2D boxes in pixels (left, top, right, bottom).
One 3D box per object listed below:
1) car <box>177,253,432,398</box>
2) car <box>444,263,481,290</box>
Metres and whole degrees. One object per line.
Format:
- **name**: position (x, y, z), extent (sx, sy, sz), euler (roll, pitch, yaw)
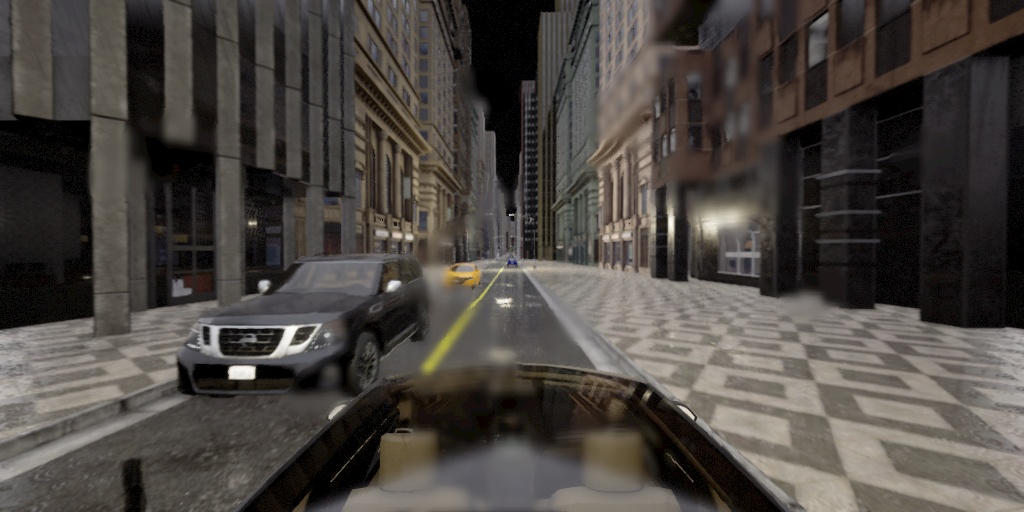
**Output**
- **car**: position (-3.082, 0.967, 6.883), extent (2.150, 2.045, 5.566), euler (0, 0, 0)
- **car**: position (-3.059, 1.219, 22.900), extent (1.882, 1.535, 5.008), euler (0, 0, 0)
